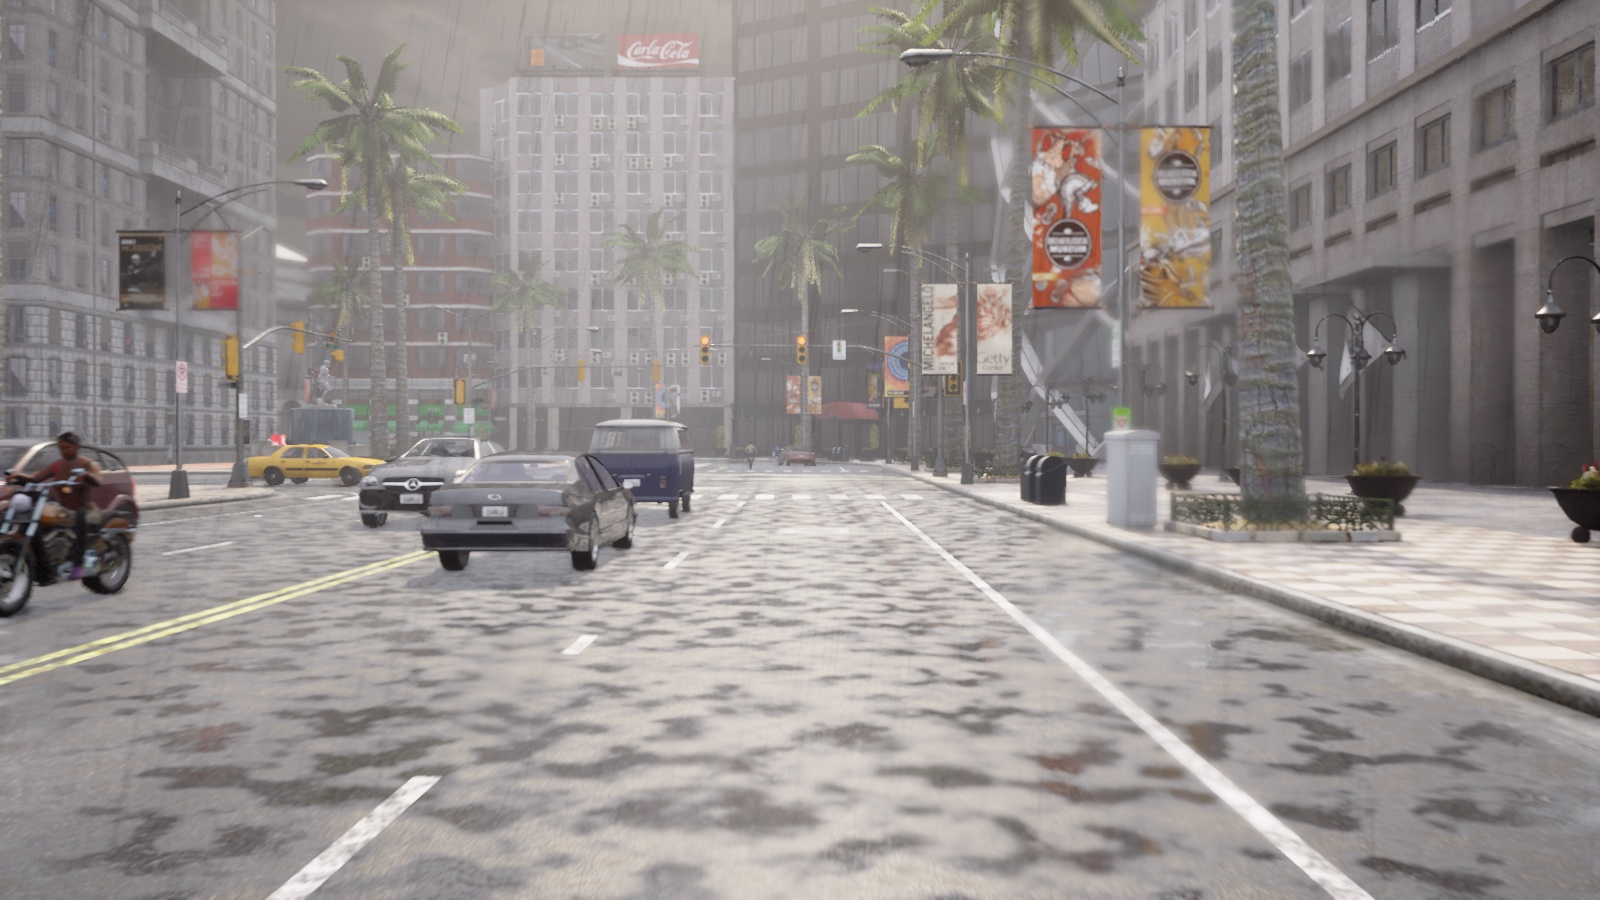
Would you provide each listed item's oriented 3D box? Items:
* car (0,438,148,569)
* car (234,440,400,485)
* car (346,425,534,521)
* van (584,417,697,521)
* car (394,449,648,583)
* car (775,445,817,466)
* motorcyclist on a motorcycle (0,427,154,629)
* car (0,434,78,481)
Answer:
[{"bbox_3d":[-10.319,0.625,16.261,1.789,1.549,3.705,0,0,1],"label":"car"},{"bbox_3d":[-17.123,0.422,44.590,5.366,1.575,1.801,0,0,10],"label":"car"},{"bbox_3d":[-6.750,0.385,24.209,2.152,1.651,5.027,0,0,0],"label":"car"},{"bbox_3d":[-3.228,0.350,26.170,1.775,1.987,4.442,0,0,0],"label":"van"},{"bbox_3d":[-3.318,0.701,16.154,2.033,1.411,5.357,0,0,0],"label":"car"},{"bbox_3d":[-0.301,0.348,82.809,1.994,1.385,4.181,0,0,-11],"label":"car"},{"bbox_3d":[-6.874,0.627,11.442,0.766,1.649,2.350,0,0,0],"label":"motorcyclist on a motorcycle"},{"bbox_3d":[-29.090,0.246,45.171,5.027,1.651,2.152,0,0,1],"label":"car"}]
